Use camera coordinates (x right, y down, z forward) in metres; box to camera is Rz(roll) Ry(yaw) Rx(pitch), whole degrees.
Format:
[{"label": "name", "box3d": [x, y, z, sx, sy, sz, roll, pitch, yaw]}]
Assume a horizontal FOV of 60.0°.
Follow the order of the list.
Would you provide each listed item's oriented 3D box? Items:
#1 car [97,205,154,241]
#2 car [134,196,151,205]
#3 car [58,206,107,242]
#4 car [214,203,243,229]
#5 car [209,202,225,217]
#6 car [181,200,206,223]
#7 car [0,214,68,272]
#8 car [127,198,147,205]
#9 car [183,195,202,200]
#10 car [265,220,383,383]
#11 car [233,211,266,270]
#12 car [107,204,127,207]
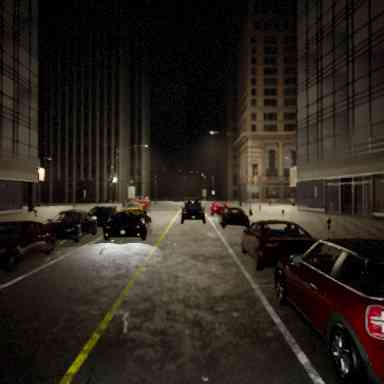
[{"label": "car", "box3d": [-3.103, 1.593, 16.838, 1.994, 1.385, 4.181, 0, 0, 0]}, {"label": "car", "box3d": [-5.858, 1.424, 38.147, 2.192, 1.841, 5.009, 0, 0, 0]}, {"label": "car", "box3d": [-5.854, 1.579, 16.309, 2.008, 1.369, 4.403, 1, 0, 0]}, {"label": "car", "box3d": [2.669, 1.626, 21.766, 1.802, 1.307, 4.206, 0, 0, 0]}, {"label": "car", "box3d": [2.666, 1.629, 32.686, 1.887, 1.381, 4.507, 0, 0, 0]}, {"label": "car", "box3d": [0.092, 1.583, 25.775, 1.812, 1.442, 4.674, 0, 0, 0]}, {"label": "car", "box3d": [-5.852, 1.598, 10.849, 1.802, 1.307, 4.206, 1, 0, 0]}, {"label": "car", "box3d": [-5.858, 1.609, 32.516, 1.752, 1.417, 4.829, 0, 0, 0]}, {"label": "car", "box3d": [0.091, 1.348, 42.173, 2.150, 2.045, 5.566, 0, 0, 0]}, {"label": "car", "box3d": [2.675, 1.446, 5.388, 1.967, 1.590, 4.097, 1, 0, 0]}, {"label": "car", "box3d": [2.673, 1.560, 10.847, 1.887, 1.381, 4.507, 1, 0, 0]}, {"label": "car", "box3d": [-5.856, 1.610, 21.768, 1.947, 1.339, 4.313, 1, 0, 0]}]
